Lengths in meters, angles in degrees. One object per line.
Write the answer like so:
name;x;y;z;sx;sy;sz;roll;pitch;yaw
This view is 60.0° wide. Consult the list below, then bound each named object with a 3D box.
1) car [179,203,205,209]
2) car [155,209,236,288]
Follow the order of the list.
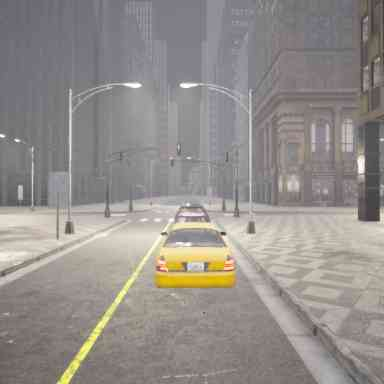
car;-0.009;1.454;19.334;2.033;1.649;4.856;0;0;-1
car;0.050;1.463;9.192;1.801;1.575;5.366;0;0;-1
